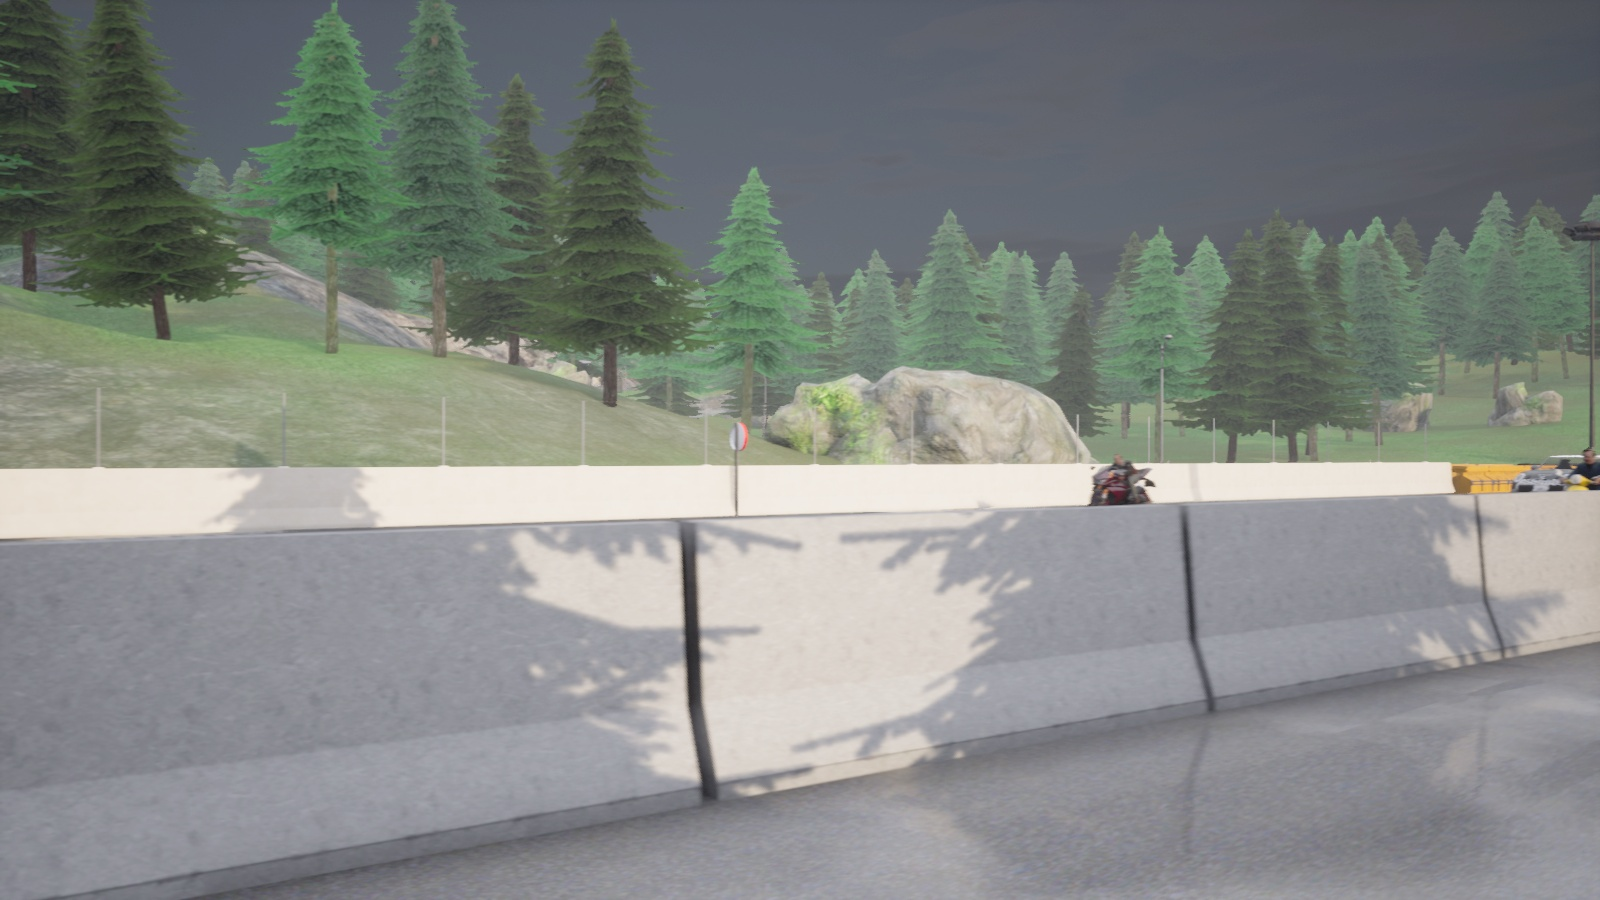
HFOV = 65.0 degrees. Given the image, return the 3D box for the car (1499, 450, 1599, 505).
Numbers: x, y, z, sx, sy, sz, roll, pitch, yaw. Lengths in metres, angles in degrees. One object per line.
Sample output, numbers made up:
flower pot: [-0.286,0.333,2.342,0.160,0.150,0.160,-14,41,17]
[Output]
car: [22.047,0.752,36.062,3.806,1.475,1.970,0,0,-35]

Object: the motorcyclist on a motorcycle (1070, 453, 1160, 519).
motorcyclist on a motorcycle: [7.601,0.838,30.271,2.191,1.530,0.866,0,0,-35]

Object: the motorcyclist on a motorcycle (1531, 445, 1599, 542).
motorcyclist on a motorcycle: [13.431,0.722,21.536,1.817,1.590,0.866,0,0,-35]
